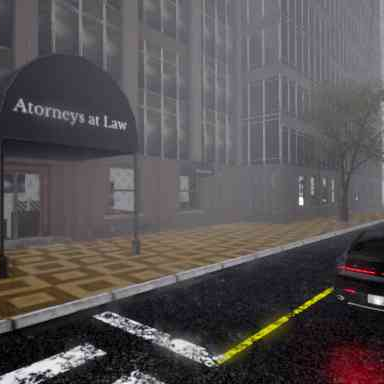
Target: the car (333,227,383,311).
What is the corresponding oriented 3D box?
[{"bbox_3d":[4.614,1.509,7.223,1.837,1.490,4.892,-1,0,41],"label":"car"}]
